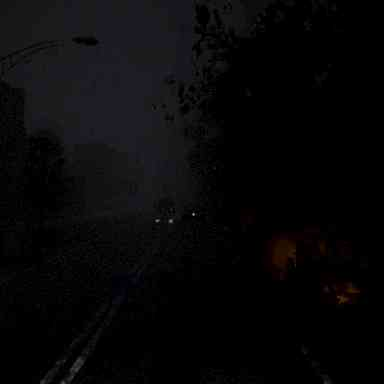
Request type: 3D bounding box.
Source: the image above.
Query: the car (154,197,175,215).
[{"bbox_3d":[-3.273,1.669,40.790,2.150,2.045,5.566,0,-1,0],"label":"car"}]

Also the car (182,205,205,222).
[{"bbox_3d":[0.141,1.873,29.912,1.994,1.385,4.181,0,-1,0],"label":"car"}]
